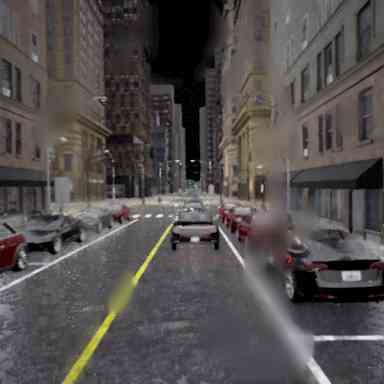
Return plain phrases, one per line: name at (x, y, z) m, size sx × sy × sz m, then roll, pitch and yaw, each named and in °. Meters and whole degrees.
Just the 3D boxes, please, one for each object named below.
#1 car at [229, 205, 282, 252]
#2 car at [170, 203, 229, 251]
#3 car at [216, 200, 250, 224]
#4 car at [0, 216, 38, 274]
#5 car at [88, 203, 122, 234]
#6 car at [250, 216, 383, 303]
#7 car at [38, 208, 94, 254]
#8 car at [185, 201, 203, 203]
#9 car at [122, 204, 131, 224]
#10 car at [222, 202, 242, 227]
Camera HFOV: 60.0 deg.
car at (2.830, 1.451, 13.401) m, size 1.887 × 1.381 × 4.507 m, roll -2°, pitch 0°, yaw 0°
car at (0.133, 1.431, 13.944) m, size 2.128 × 1.511 × 4.902 m, roll -1°, pitch 0°, yaw 1°
car at (2.887, 1.405, 24.412) m, size 1.887 × 1.381 × 4.507 m, roll -2°, pitch 0°, yaw 0°
car at (-5.725, 1.481, 7.940) m, size 1.967 × 1.590 × 4.097 m, roll -2°, pitch 0°, yaw 0°
car at (-5.666, 1.546, 18.951) m, size 2.008 × 1.369 × 4.403 m, roll -2°, pitch 0°, yaw 0°
car at (2.802, 1.495, 7.897) m, size 1.947 × 1.339 × 4.313 m, roll -2°, pitch 0°, yaw 0°
car at (-5.694, 1.584, 13.446) m, size 1.947 × 1.339 × 4.313 m, roll -2°, pitch 0°, yaw 0°
car at (0.128, 1.407, 23.049) m, size 1.837 × 1.490 × 4.892 m, roll -1°, pitch 0°, yaw 0°
car at (-5.637, 1.517, 24.456) m, size 1.887 × 1.381 × 4.507 m, roll -2°, pitch 0°, yaw 0°
car at (2.859, 1.428, 18.906) m, size 1.887 × 1.381 × 4.507 m, roll -2°, pitch 0°, yaw 0°
